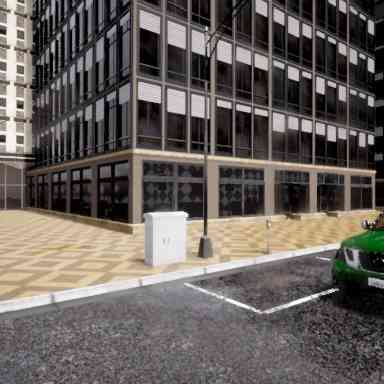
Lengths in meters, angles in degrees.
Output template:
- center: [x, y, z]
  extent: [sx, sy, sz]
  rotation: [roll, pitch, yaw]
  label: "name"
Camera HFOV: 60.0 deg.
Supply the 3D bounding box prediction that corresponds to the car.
- center: [5.464, 1.216, 7.548]
  extent: [5.566, 2.045, 2.150]
  rotation: [-1, 1, -37]
  label: "car"
